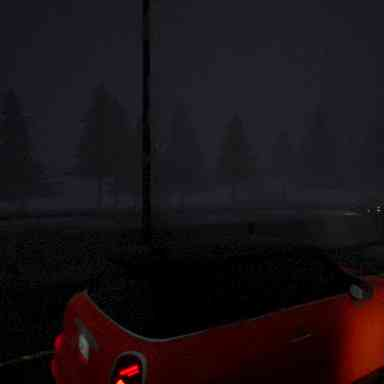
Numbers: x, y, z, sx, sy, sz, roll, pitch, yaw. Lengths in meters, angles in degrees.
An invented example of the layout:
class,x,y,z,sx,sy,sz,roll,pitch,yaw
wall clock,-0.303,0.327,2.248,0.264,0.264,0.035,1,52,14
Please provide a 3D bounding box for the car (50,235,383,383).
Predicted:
class,x,y,z,sx,sy,sz,roll,pitch,yaw
car,0.845,1.328,4.013,4.553,1.767,2.097,0,0,-34

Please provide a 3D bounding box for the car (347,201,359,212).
class,x,y,z,sx,sy,sz,roll,pitch,yaw
car,17.941,1.354,33.589,4.181,1.385,1.994,0,0,-13

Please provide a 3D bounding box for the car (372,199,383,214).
class,x,y,z,sx,sy,sz,roll,pitch,yaw
car,17.505,1.377,26.432,5.357,1.411,2.033,0,0,-14

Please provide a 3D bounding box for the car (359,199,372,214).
class,x,y,z,sx,sy,sz,roll,pitch,yaw
car,17.946,1.335,30.022,4.674,1.442,1.812,0,0,-13
